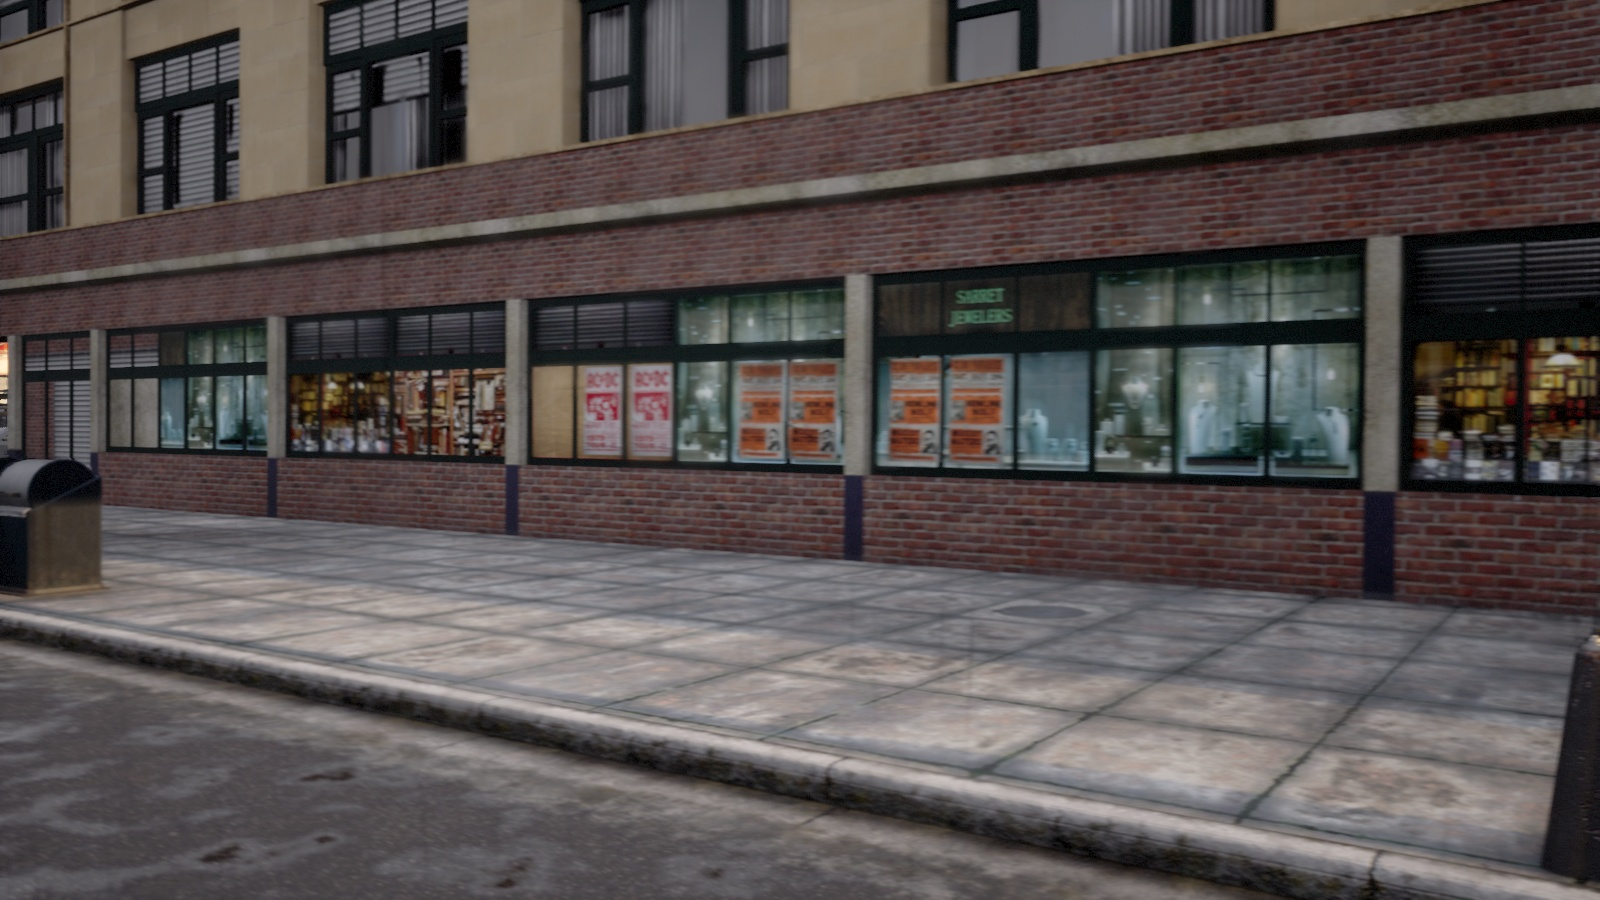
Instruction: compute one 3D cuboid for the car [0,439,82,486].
[{"bbox_3d":[-26.424,0.410,42.096,1.845,1.501,3.633,0,1,34],"label":"car"}]
